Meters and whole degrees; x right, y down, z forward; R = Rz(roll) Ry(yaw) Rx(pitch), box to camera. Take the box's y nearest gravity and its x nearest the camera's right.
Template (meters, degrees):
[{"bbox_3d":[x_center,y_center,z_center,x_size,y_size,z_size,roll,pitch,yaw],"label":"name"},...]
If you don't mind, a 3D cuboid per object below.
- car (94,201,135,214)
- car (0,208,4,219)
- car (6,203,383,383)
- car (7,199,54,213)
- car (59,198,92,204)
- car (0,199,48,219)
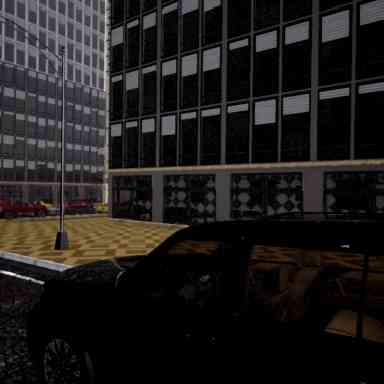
[{"bbox_3d":[-9.257,1.841,40.227,1.752,1.417,4.829,1,0,37],"label":"car"},{"bbox_3d":[-7.296,1.351,8.922,4.553,1.767,2.097,0,0,36],"label":"car"},{"bbox_3d":[0.723,1.222,3.167,5.566,2.045,2.150,0,0,36],"label":"car"},{"bbox_3d":[-19.552,1.657,40.426,1.752,1.417,4.829,1,0,37],"label":"car"},{"bbox_3d":[-14.881,1.563,42.344,2.097,1.767,4.553,1,0,37],"label":"car"},{"bbox_3d":[-16.086,1.531,31.039,2.192,1.841,5.009,1,0,37],"label":"car"}]
